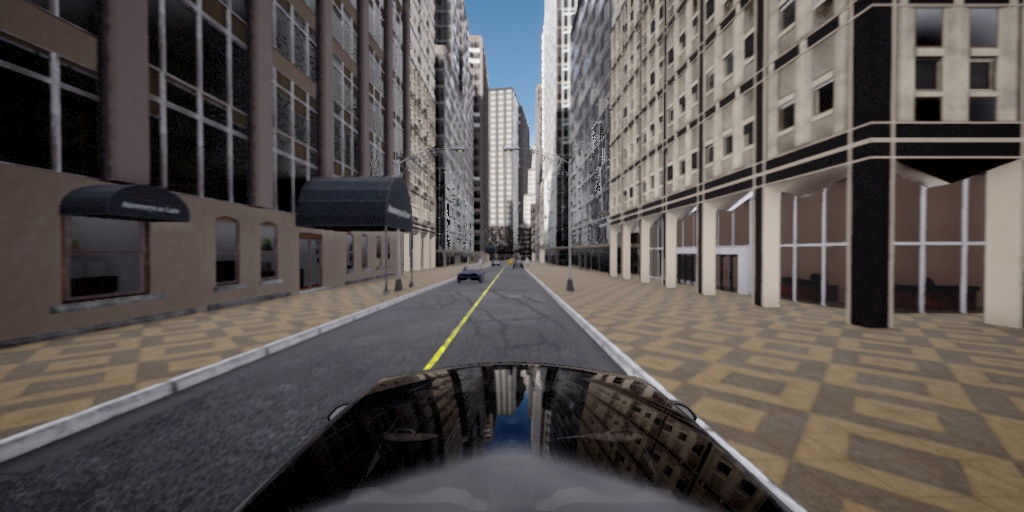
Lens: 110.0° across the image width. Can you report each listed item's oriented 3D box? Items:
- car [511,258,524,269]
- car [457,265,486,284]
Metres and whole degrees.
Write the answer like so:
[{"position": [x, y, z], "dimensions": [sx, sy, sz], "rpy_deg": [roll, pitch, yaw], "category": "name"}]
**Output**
[{"position": [1.081, 1.411, 60.543], "dimensions": [1.812, 1.442, 4.674], "rpy_deg": [0, 0, 0], "category": "car"}, {"position": [-3.086, 1.400, 27.753], "dimensions": [1.895, 1.301, 4.718], "rpy_deg": [0, 0, 0], "category": "car"}]
